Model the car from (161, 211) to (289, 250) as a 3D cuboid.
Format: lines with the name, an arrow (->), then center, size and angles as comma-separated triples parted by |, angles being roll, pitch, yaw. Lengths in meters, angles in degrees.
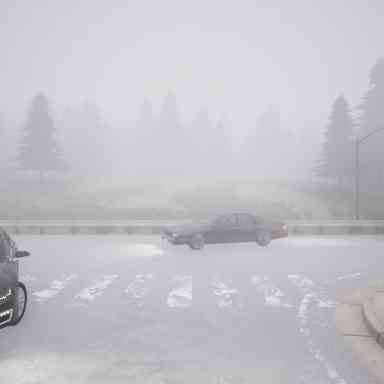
car -> 1.460, 1.547, 14.211 | 5.357, 1.411, 2.033 | 0, 0, -20

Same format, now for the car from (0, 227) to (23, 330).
car -> -4.457, 1.505, 6.571 | 1.837, 1.490, 4.892 | 0, 0, -28

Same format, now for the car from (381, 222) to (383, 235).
car -> 11.239, 1.492, 15.089 | 4.902, 1.511, 2.128 | 0, 0, 0
